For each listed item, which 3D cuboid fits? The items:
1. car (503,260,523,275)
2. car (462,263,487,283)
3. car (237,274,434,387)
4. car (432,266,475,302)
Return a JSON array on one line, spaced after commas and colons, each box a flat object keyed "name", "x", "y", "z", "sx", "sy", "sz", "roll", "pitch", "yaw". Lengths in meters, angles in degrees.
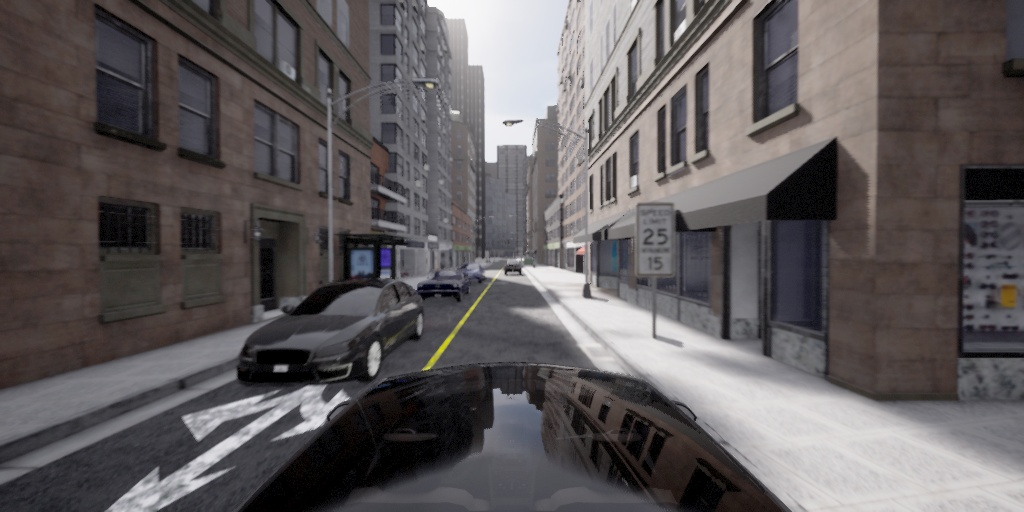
[{"name": "car", "x": 0.102, "y": 1.208, "z": 38.296, "sx": 1.837, "sy": 1.490, "sz": 4.892, "roll": 0, "pitch": 0, "yaw": 0}, {"name": "car", "x": -3.087, "y": 1.249, "z": 27.439, "sx": 1.812, "sy": 1.442, "sz": 4.674, "roll": 0, "pitch": 0, "yaw": 0}, {"name": "car", "x": -3.105, "y": 1.259, "z": 7.242, "sx": 1.837, "sy": 1.490, "sz": 4.892, "roll": 0, "pitch": 0, "yaw": 0}, {"name": "car", "x": -3.095, "y": 1.337, "z": 17.207, "sx": 1.895, "sy": 1.301, "sz": 4.718, "roll": 0, "pitch": 0, "yaw": 0}]
